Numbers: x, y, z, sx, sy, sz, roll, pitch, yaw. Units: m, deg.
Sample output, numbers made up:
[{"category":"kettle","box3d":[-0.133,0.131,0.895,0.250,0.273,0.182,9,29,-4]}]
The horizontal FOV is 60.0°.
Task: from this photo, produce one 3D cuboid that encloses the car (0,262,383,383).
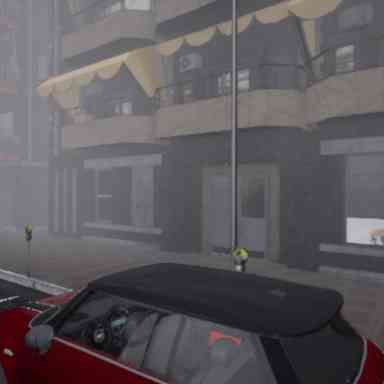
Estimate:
[{"category":"car","box3d":[-0.416,1.434,3.173,4.097,1.590,1.967,0,0,36]}]
